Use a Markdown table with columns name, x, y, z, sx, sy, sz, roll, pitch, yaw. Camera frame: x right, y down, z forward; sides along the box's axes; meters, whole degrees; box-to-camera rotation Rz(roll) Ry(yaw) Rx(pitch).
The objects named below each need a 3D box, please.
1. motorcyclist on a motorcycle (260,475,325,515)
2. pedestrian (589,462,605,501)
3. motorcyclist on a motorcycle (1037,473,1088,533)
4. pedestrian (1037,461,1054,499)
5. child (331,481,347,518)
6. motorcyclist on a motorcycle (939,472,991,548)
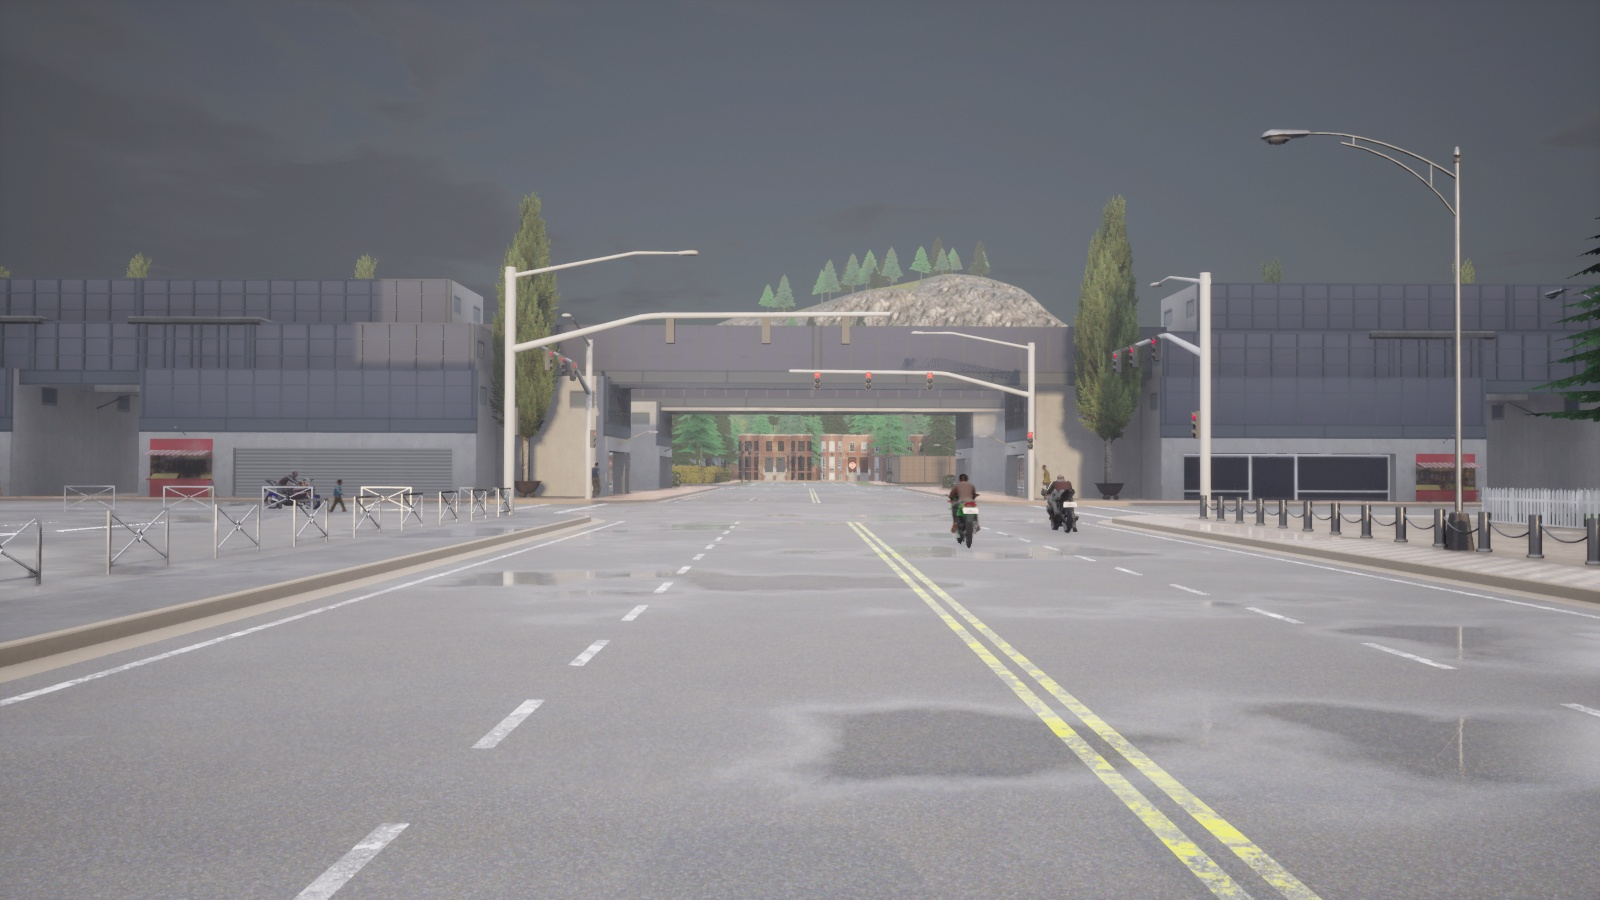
| name | x | y | z | sx | sy | sz | roll | pitch | yaw |
| --- | --- | --- | --- | --- | --- | --- | --- | --- | --- |
| motorcyclist on a motorcycle | -19.648 | 1.743 | 48.641 | 2.191 | 1.530 | 0.866 | 0 | -1 | 1 |
| pedestrian | -10.230 | 1.576 | 63.388 | 0.423 | 1.949 | 0.788 | -1 | -1 | 25 |
| motorcyclist on a motorcycle | 6.892 | 1.376 | 33.068 | 0.866 | 1.530 | 2.191 | 0 | -1 | 0 |
| pedestrian | 11.819 | 1.440 | 60.530 | 0.709 | 1.840 | 0.431 | 0 | -1 | 0 |
| child | -14.933 | 1.594 | 40.649 | 0.448 | 1.192 | 0.343 | 0 | -1 | -15 |
| motorcyclist on a motorcycle | 3.414 | 1.221 | 26.147 | 0.797 | 1.523 | 2.044 | 0 | -1 | 0 |
